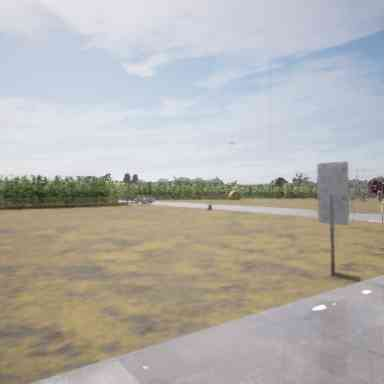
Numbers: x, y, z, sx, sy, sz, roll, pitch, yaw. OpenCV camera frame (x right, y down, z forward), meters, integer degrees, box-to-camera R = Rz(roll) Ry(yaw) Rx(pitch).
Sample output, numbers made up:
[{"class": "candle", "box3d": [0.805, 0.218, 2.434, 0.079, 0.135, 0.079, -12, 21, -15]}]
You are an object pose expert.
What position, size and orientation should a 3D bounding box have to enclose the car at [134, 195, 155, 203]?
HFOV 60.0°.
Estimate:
[{"class": "car", "box3d": [-8.126, 1.221, 57.427, 1.895, 1.301, 4.718, -2, 1, -35]}]
